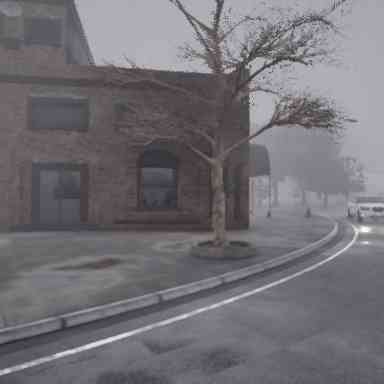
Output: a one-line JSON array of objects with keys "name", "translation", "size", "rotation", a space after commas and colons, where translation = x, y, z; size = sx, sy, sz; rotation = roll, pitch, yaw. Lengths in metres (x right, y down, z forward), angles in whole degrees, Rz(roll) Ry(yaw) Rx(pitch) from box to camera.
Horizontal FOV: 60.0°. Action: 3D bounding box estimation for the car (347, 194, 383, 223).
[{"name": "car", "translation": [13.579, 1.210, 25.685], "size": [2.150, 2.045, 5.566], "rotation": [0, 0, 15]}]
